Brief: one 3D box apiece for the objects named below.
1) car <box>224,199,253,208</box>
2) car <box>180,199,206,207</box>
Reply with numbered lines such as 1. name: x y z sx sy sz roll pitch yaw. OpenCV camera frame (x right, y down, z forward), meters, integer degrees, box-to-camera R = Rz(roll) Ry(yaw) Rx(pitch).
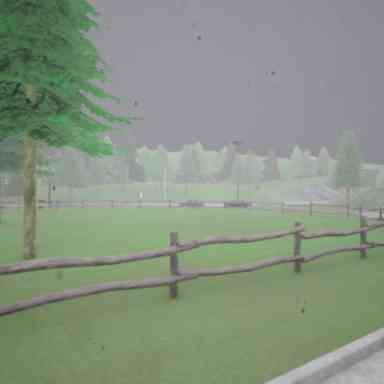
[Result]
1. car: 7.542 1.880 54.150 4.674 1.442 1.812 0 0 30
2. car: 0.104 1.860 53.849 4.181 1.385 1.994 0 0 16
